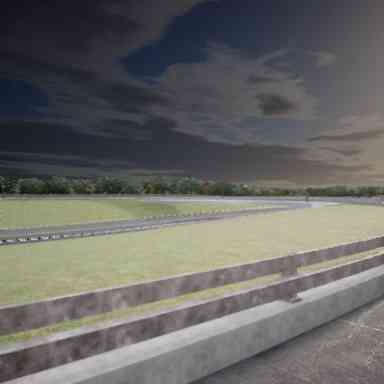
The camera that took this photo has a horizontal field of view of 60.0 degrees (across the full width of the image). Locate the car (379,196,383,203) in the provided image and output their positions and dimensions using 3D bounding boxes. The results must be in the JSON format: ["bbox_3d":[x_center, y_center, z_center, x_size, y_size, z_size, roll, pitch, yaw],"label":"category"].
[{"bbox_3d":[42.674,1.703,73.494,1.882,1.535,5.008,0,-1,5],"label":"car"}]
